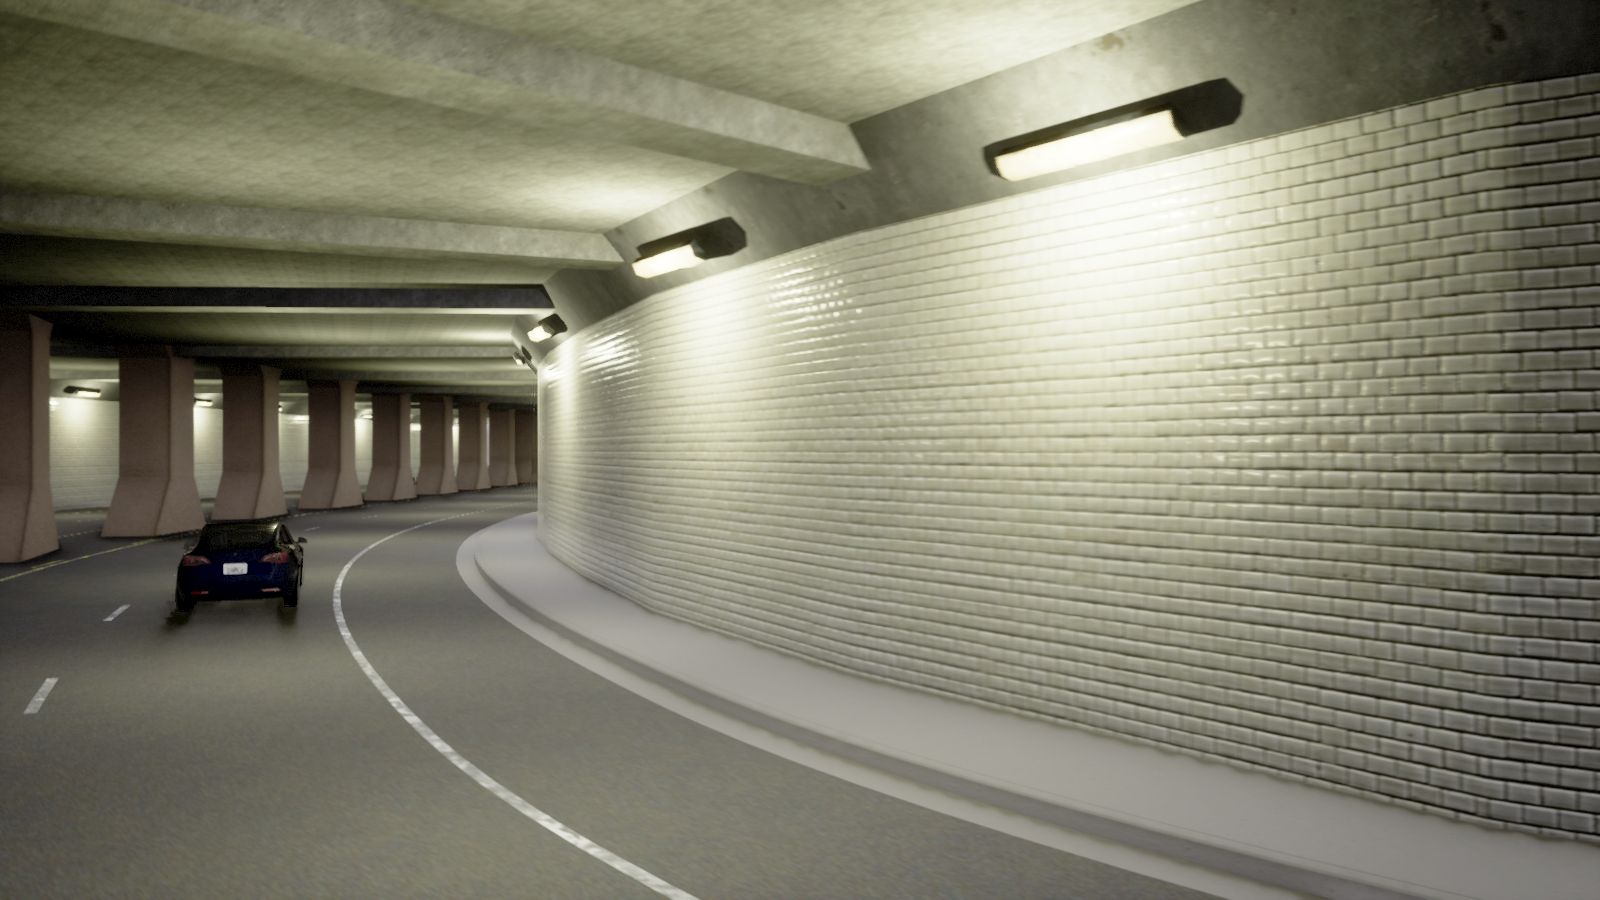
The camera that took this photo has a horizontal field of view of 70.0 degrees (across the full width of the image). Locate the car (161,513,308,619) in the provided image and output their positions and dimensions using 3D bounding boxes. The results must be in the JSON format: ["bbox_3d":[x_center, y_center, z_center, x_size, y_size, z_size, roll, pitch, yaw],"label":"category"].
[{"bbox_3d":[-10.518,2.068,21.591,2.163,1.488,4.792,0,0,-22],"label":"car"}]
